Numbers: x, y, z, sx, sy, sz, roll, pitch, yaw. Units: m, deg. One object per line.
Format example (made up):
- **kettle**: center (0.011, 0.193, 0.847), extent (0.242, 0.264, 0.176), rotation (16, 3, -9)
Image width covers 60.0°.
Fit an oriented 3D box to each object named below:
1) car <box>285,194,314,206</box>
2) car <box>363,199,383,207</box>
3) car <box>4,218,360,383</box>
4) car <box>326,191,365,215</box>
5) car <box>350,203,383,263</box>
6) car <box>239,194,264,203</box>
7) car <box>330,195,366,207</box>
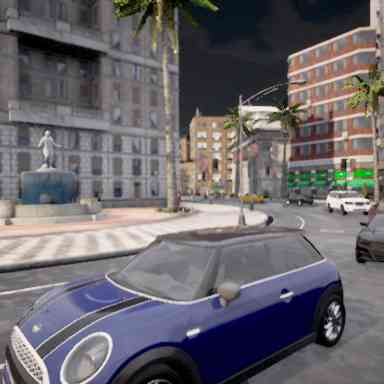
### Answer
- **car**: center (15.033, 1.088, 46.698), extent (1.837, 1.490, 4.892), rotation (-1, 0, -17)
- **car**: center (11.650, 1.304, 19.641), extent (1.812, 1.442, 4.674), rotation (0, 0, 19)
- **car**: center (0.105, 1.325, 4.470), extent (4.553, 1.767, 2.097), rotation (-1, 0, -39)
- **car**: center (13.903, 0.918, 29.880), extent (2.150, 2.045, 5.566), rotation (0, 0, 4)
- **car**: center (6.742, 1.353, 10.848), extent (1.882, 1.535, 5.008), rotation (0, 0, 37)
- **car**: center (10.140, 1.041, 57.145), extent (1.882, 1.535, 5.008), rotation (-1, 0, -35)
- **car**: center (19.805, 1.094, 42.460), extent (1.812, 1.442, 4.674), rotation (0, 0, -11)
